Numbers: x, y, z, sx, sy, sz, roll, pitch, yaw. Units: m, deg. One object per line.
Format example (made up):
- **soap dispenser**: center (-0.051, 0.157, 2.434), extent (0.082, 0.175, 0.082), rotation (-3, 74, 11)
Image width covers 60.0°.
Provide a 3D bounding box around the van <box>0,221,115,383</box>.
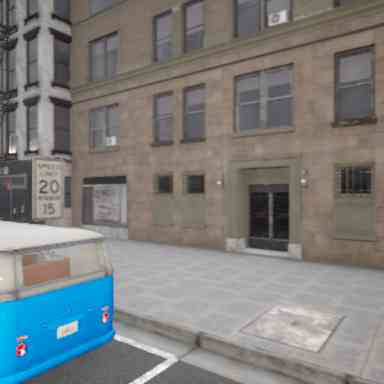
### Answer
- **van**: center (-2.937, 1.349, 4.906), extent (3.998, 1.788, 1.690), rotation (0, 0, 36)
